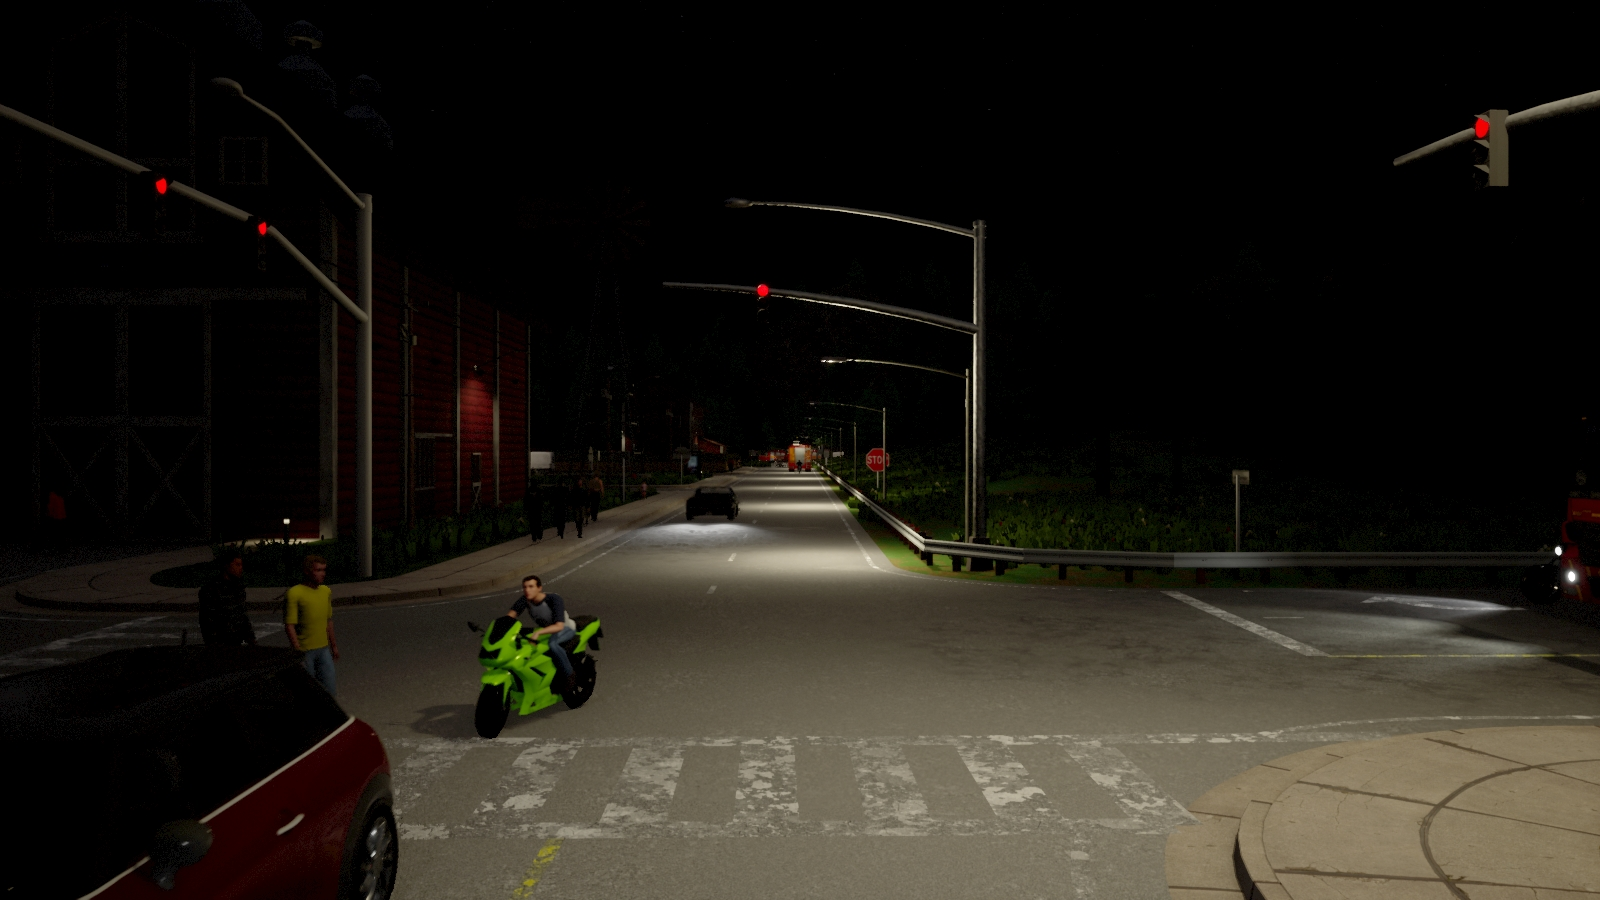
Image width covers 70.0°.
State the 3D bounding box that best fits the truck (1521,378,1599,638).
[{"bbox_3d":[15.989,0.853,17.220,8.468,3.827,2.891,0,0,-1],"label":"truck"}]

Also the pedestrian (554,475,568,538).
[{"bbox_3d":[-7.115,1.673,33.996,0.375,1.860,0.375,0,0,-13],"label":"pedestrian"}]

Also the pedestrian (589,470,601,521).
[{"bbox_3d":[-7.496,1.669,41.818,0.375,1.860,0.375,0,0,-2],"label":"pedestrian"}]

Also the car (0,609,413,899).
[{"bbox_3d":[-3.531,1.902,5.045,2.097,1.767,4.553,0,0,0],"label":"car"}]

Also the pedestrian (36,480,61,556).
[{"bbox_3d":[-18.665,1.685,28.398,0.375,1.860,0.375,0,0,-1],"label":"pedestrian"}]

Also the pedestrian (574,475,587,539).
[{"bbox_3d":[-6.489,1.676,33.798,0.375,1.860,0.375,0,0,-9],"label":"pedestrian"}]

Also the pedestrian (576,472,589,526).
[{"bbox_3d":[-7.464,1.673,39.246,0.375,1.860,0.375,0,0,-1],"label":"pedestrian"}]

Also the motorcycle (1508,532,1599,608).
[{"bbox_3d":[14.113,2.131,20.458,2.356,1.277,0.764,0,0,2],"label":"motorcycle"}]

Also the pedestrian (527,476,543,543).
[{"bbox_3d":[-7.460,1.676,32.157,0.375,1.860,0.375,0,0,-4],"label":"pedestrian"}]

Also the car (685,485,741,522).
[{"bbox_3d":[-3.476,2.128,46.233,1.895,1.301,4.718,0,0,0],"label":"car"}]

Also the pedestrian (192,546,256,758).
[{"bbox_3d":[-5.247,1.825,10.418,0.375,1.860,0.375,0,0,9],"label":"pedestrian"}]

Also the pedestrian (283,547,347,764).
[{"bbox_3d":[-4.358,1.826,10.277,0.375,1.860,0.375,0,0,26],"label":"pedestrian"}]
